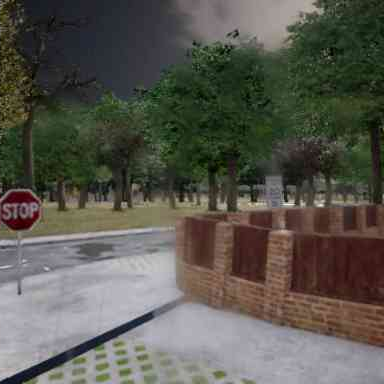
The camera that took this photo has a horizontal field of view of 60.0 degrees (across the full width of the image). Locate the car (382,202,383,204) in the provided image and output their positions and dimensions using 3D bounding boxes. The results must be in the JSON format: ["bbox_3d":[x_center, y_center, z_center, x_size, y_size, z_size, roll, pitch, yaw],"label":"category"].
[{"bbox_3d":[23.175,1.978,41.393,4.674,1.442,1.812,1,-2,-43],"label":"car"}]
